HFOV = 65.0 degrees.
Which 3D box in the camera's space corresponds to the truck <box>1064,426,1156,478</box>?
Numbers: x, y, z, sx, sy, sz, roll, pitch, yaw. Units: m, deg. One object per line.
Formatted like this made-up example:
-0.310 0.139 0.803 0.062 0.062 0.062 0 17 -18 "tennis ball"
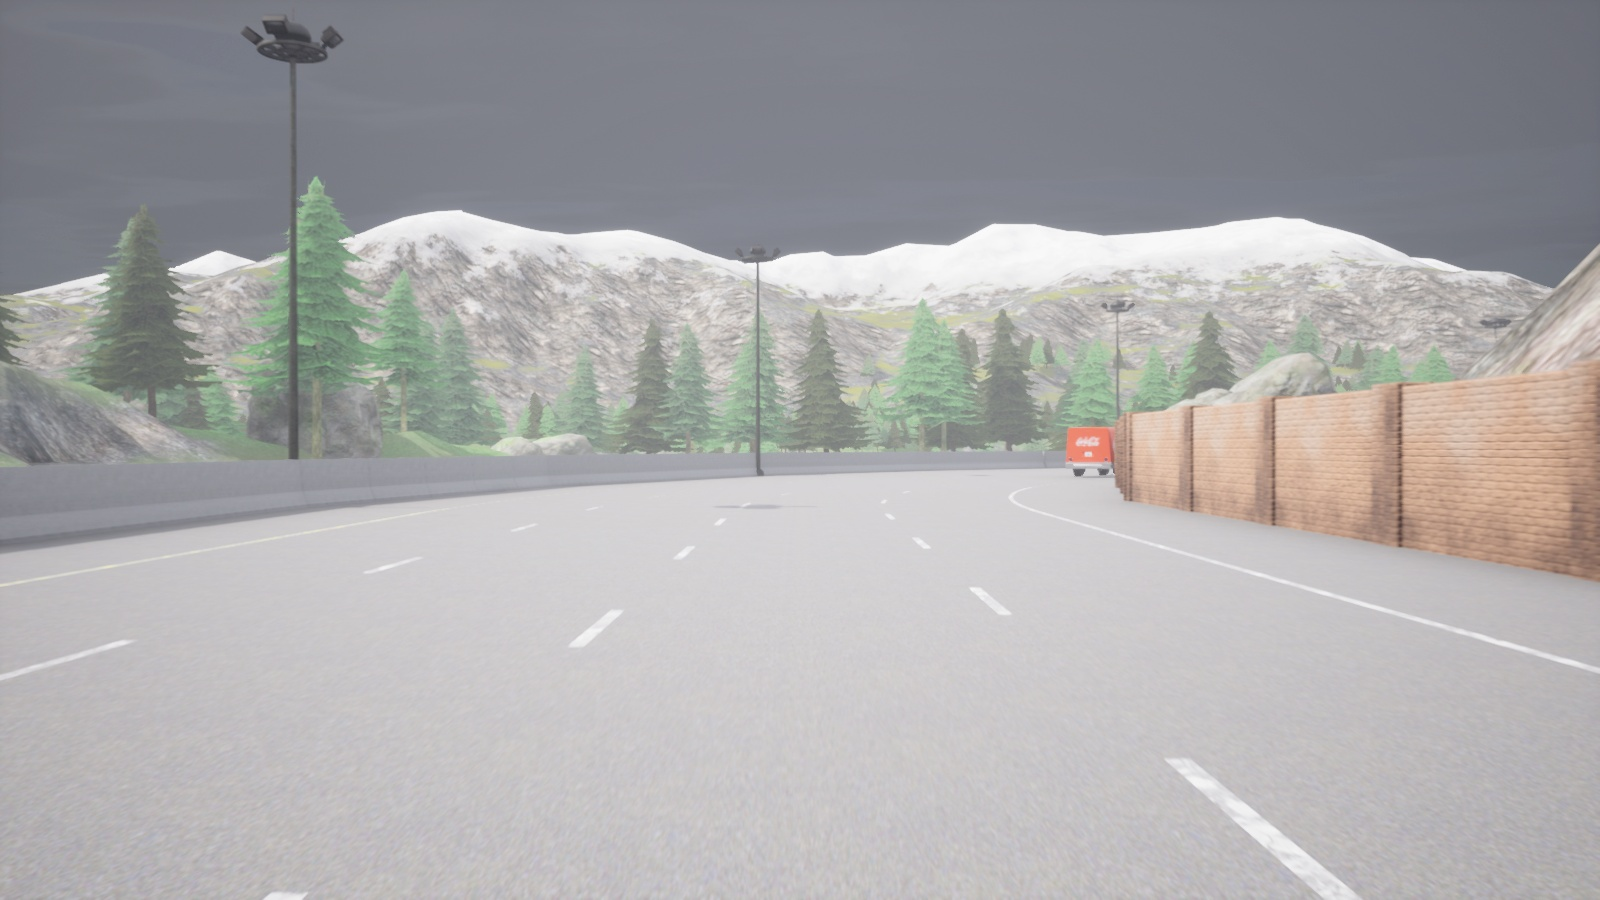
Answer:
15.559 0.114 62.774 2.627 2.467 5.204 0 0 37 "truck"
